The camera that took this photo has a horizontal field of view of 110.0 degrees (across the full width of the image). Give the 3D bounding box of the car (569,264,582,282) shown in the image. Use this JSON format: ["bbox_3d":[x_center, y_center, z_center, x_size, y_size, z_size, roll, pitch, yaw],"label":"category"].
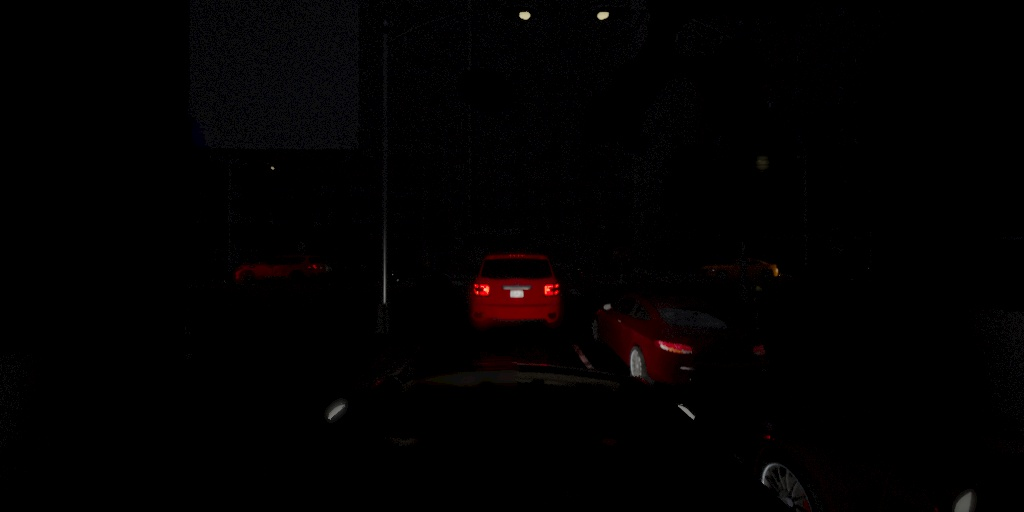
[{"bbox_3d":[2.629,1.073,25.582,4.674,1.442,1.812,0,-1,0],"label":"car"}]

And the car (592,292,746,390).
[{"bbox_3d":[2.631,1.292,6.464,1.802,1.307,4.207,0,0,0],"label":"car"}]

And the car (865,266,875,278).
[{"bbox_3d":[28.239,0.931,25.517,4.718,1.301,1.895,0,-1,0],"label":"car"}]

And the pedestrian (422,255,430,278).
[{"bbox_3d":[-6.866,0.813,28.522,0.375,1.860,0.375,0,0,0],"label":"pedestrian"}]

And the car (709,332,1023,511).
[{"bbox_3d":[2.640,1.338,1.025,1.802,1.307,4.207,0,0,0],"label":"car"}]

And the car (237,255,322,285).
[{"bbox_3d":[-16.456,0.976,25.787,5.566,2.045,2.150,-1,-1,-2],"label":"car"}]

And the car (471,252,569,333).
[{"bbox_3d":[0.083,0.899,10.537,2.150,2.045,5.566,0,1,0],"label":"car"}]

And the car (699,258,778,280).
[{"bbox_3d":[16.045,0.903,25.546,5.008,1.535,1.882,0,-1,0],"label":"car"}]

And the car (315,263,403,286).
[{"bbox_3d":[-9.435,1.239,22.662,4.718,1.301,1.895,-1,-1,0],"label":"car"}]
